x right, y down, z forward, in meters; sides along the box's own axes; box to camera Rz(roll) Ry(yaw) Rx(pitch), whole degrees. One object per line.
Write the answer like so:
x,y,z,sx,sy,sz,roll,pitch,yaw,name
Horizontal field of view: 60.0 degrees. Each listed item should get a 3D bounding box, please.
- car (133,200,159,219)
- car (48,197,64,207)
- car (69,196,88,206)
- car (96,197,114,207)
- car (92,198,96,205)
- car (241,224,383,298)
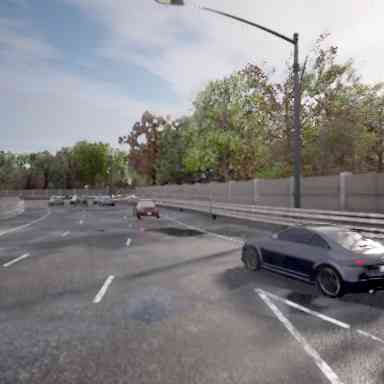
-4.037,1.444,29.109,1.812,1.442,4.674,-1,3,-15,car
-21.998,1.592,53.783,2.128,1.511,4.902,-1,0,-33,car
-18.981,1.425,55.557,2.097,1.767,4.553,-1,0,-33,car
-13.642,1.594,52.964,1.994,1.385,4.181,-1,-1,-23,car
-15.654,1.547,56.979,1.837,1.490,4.892,-1,0,-33,car
3.079,1.527,8.603,1.994,1.385,4.181,-1,0,-26,car
